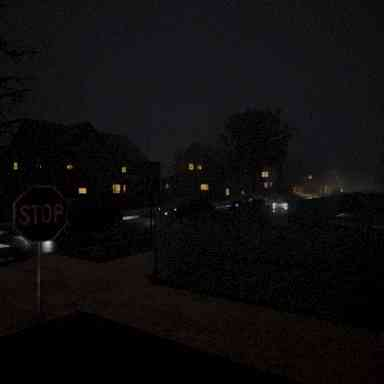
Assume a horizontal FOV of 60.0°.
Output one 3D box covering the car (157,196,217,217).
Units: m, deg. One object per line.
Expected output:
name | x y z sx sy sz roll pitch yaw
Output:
car | -0.205 1.001 24.328 2.033 1.411 5.357 1 2 35

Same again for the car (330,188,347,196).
car | 22.880 0.169 51.800 1.837 1.490 4.892 1 2 36

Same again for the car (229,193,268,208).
car | 5.659 0.763 32.587 2.033 1.411 5.357 1 2 36

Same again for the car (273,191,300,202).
car | 11.657 0.576 40.989 1.895 1.301 4.718 1 2 36

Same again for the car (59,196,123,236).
car | -5.658 1.030 16.568 2.097 1.767 4.553 1 2 34
